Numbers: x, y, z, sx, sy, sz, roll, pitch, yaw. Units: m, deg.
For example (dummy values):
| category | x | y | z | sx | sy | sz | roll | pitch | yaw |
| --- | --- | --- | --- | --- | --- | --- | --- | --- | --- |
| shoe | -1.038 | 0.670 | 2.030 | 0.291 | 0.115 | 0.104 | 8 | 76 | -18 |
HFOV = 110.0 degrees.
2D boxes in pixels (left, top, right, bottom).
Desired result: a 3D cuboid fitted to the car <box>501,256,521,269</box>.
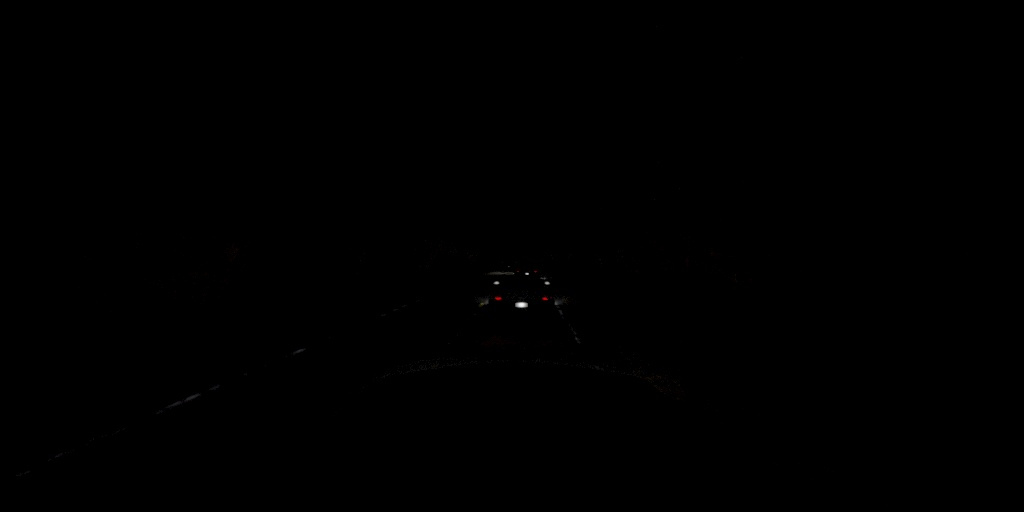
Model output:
| category | x | y | z | sx | sy | sz | roll | pitch | yaw |
| --- | --- | --- | --- | --- | --- | --- | --- | --- | --- |
| car | -0.043 | 0.959 | 46.670 | 2.150 | 2.045 | 5.566 | 0 | 0 | 7 |

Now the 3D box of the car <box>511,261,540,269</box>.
| category | x | y | z | sx | sy | sz | roll | pitch | yaw |
| --- | --- | --- | --- | --- | --- | --- | --- | --- | --- |
| car | 1.268 | 1.307 | 28.830 | 1.994 | 1.385 | 4.181 | 0 | 0 | 4 |

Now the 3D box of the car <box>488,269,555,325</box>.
| category | x | y | z | sx | sy | sz | roll | pitch | yaw |
| --- | --- | --- | --- | --- | --- | --- | --- | --- | --- |
| car | 0.324 | 1.312 | 11.847 | 1.994 | 1.385 | 4.181 | 0 | 0 | 2 |
